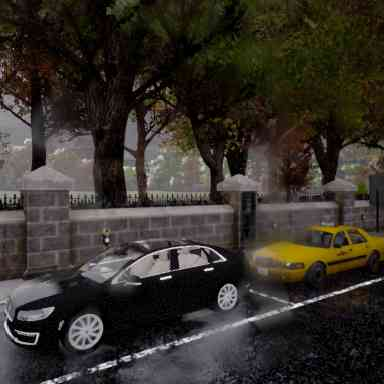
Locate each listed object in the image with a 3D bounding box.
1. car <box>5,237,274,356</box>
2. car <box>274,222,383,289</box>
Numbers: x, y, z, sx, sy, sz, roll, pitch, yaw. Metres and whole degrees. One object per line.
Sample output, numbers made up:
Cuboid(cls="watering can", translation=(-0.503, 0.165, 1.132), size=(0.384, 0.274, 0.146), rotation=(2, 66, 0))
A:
Cuboid(cls="car", translation=(-0.834, 1.551, 5.970), size=(4.403, 1.369, 2.008), rotation=(0, 0, -36))
Cuboid(cls="car", translation=(3.607, 1.526, 9.148), size=(4.829, 1.417, 1.752), rotation=(0, 0, -36))
